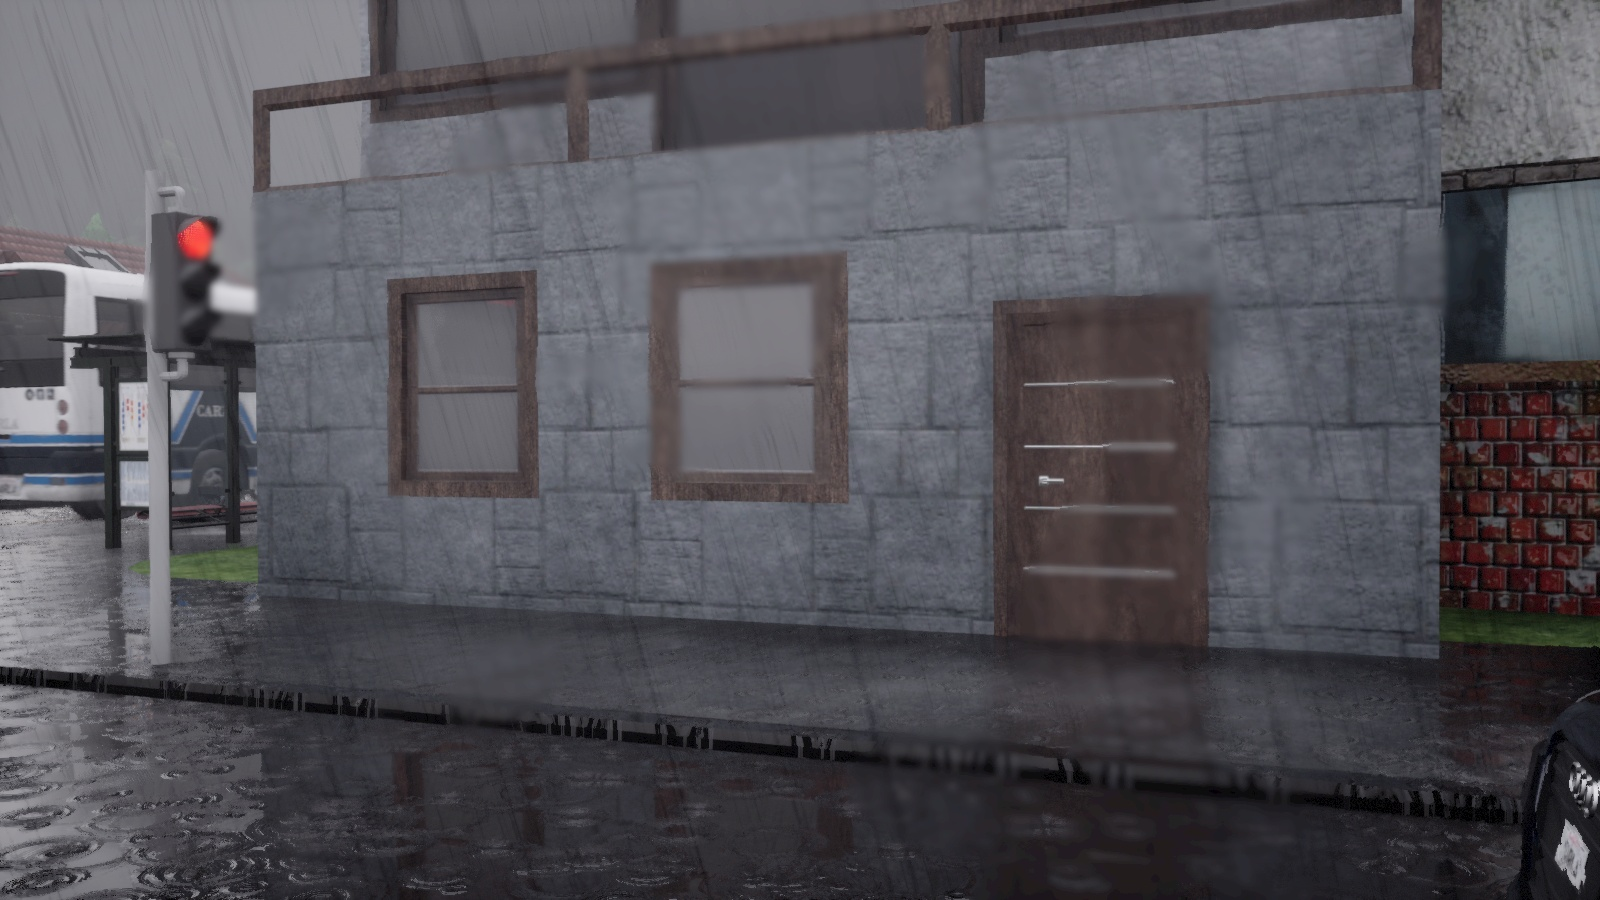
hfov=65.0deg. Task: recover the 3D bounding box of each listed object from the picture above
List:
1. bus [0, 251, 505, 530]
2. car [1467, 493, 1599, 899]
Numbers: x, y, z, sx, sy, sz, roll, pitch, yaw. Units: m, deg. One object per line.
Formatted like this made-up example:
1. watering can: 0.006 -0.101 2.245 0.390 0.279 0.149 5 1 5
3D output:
1. bus: -10.431 -0.984 24.653 3.944 4.253 10.273 1 1 21
2. car: 3.777 0.866 2.418 4.181 1.385 1.994 1 1 21
